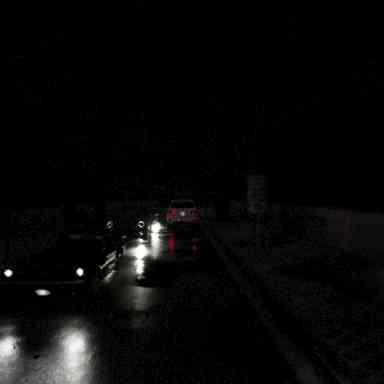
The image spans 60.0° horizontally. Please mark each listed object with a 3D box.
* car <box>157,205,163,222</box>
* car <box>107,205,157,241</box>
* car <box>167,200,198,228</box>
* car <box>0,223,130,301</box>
[{"bbox_3d":[-3.744,1.982,30.924,2.128,1.511,4.902,0,-1,-2],"label":"car"},{"bbox_3d":[-3.378,1.657,18.568,2.097,1.767,4.553,0,-1,-2],"label":"car"},{"bbox_3d":[-0.730,1.606,25.432,2.150,2.045,5.566,0,-1,-2],"label":"car"},{"bbox_3d":[-3.083,1.760,8.939,1.895,1.301,4.718,0,-1,-2],"label":"car"}]
